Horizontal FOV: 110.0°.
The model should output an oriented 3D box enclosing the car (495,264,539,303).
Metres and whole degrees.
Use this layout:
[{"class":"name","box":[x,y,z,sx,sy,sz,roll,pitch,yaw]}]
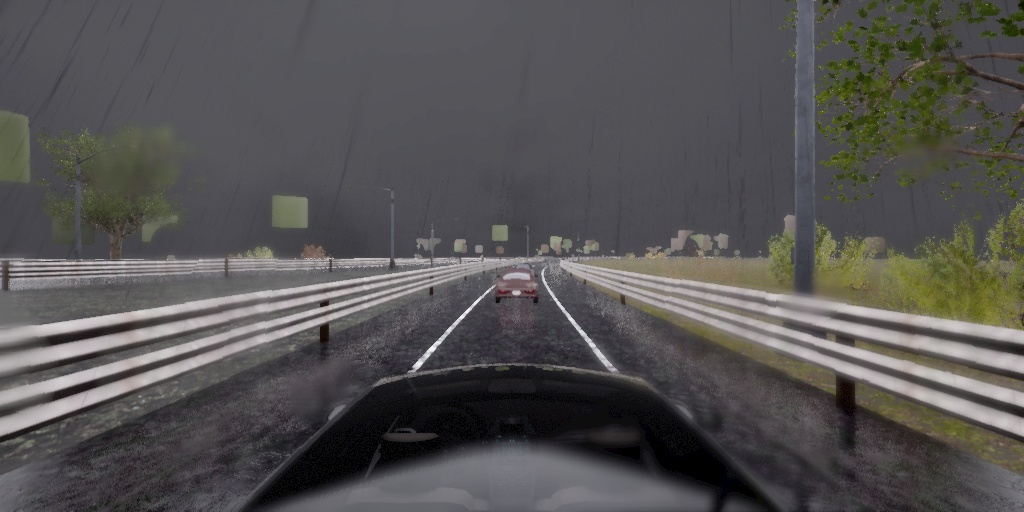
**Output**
[{"class":"car","box":[0.249,1.284,16.431,1.812,1.442,4.674,0,0,2]}]
